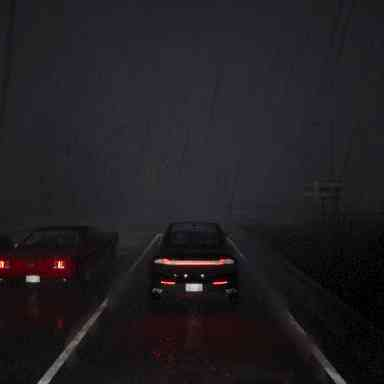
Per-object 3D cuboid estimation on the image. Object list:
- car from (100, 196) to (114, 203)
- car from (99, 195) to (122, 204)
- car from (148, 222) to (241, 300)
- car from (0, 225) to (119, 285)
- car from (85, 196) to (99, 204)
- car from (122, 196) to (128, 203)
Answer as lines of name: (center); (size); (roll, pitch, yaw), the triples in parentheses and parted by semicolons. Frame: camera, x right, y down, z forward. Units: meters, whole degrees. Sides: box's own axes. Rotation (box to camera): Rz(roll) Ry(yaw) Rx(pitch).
car: (-18.492, 1.524, 72.229); (1.812, 1.442, 4.674); (0, 0, 0)
car: (-14.995, 1.352, 61.514); (2.097, 1.767, 4.553); (0, 0, 0)
car: (0.058, 1.492, 8.366); (2.128, 1.511, 4.902); (0, 0, 0)
car: (-3.434, 1.601, 9.452); (1.895, 1.301, 4.718); (0, 0, 0)
car: (-18.493, 1.477, 62.128); (1.882, 1.535, 5.008); (0, 0, 0)
car: (-14.992, 1.552, 71.552); (1.994, 1.385, 4.181); (0, 0, 0)
